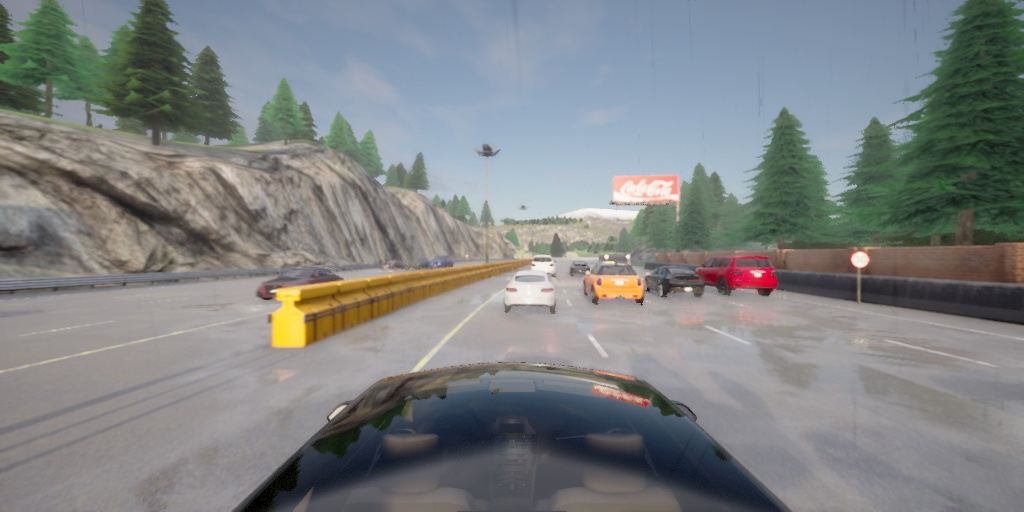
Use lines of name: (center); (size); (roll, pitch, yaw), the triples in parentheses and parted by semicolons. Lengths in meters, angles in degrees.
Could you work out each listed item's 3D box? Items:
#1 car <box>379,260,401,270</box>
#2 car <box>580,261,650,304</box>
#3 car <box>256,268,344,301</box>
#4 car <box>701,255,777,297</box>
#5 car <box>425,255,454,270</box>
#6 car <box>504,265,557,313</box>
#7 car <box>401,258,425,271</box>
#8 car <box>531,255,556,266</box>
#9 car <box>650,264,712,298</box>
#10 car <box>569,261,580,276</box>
car: (-16.388, 1.230, 49.543); (1.812, 1.442, 4.674); (0, 0, 7)
car: (4.519, 1.103, 16.500); (2.097, 1.767, 4.553); (0, 0, 6)
car: (-9.743, 1.275, 16.897); (1.994, 1.385, 4.181); (0, 0, 6)
car: (11.833, 0.990, 19.483); (2.150, 2.045, 5.566); (0, 0, 6)
car: (-9.459, 0.893, 48.539); (2.150, 2.045, 5.566); (0, 0, 7)
car: (0.750, 1.268, 14.004); (1.812, 1.442, 4.674); (0, 0, 5)
car: (-12.909, 1.040, 49.155); (2.097, 1.767, 4.553); (0, 0, 7)
car: (2.964, 0.954, 33.817); (2.150, 2.045, 5.566); (0, 0, 7)
car: (8.249, 1.264, 18.663); (1.837, 1.490, 4.892); (0, 0, 6)
car: (6.824, 1.232, 36.570); (2.128, 1.511, 4.902); (0, 0, 7)
